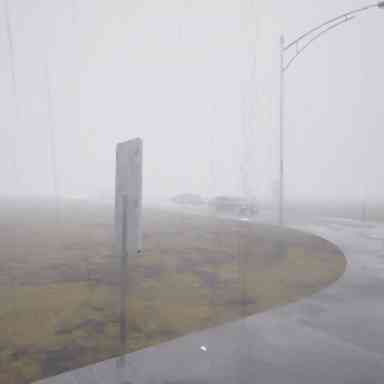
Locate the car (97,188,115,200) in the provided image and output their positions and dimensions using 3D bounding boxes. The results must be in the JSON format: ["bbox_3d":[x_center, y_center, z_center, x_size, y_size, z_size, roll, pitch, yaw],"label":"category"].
[{"bbox_3d":[-12.239,0.284,48.662,2.097,1.767,4.553,2,0,-35],"label":"car"}]

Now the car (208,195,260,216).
[{"bbox_3d":[3.275,1.049,26.623,1.837,1.490,4.892,1,0,-35],"label":"car"}]

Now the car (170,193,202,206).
[{"bbox_3d":[-0.752,0.858,38.550,1.837,1.490,4.892,2,0,-35],"label":"car"}]
